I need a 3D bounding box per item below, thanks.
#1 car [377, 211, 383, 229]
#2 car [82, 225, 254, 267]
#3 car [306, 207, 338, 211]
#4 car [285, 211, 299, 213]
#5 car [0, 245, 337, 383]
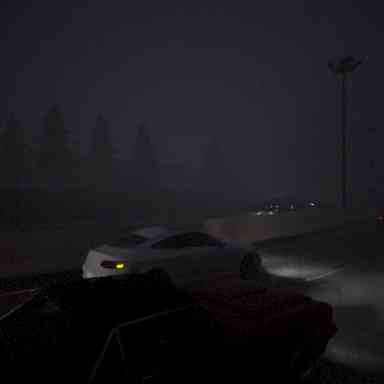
[{"bbox_3d":[13.141,1.583,20.948,2.033,1.411,5.357,0,0,41],"label":"car"},{"bbox_3d":[-0.292,1.546,8.195,4.674,1.442,1.812,0,0,-39],"label":"car"},{"bbox_3d":[12.395,1.607,31.472,2.033,1.411,5.357,0,0,37],"label":"car"},{"bbox_3d":[10.325,1.421,34.663,2.097,1.767,4.553,0,0,35],"label":"car"},{"bbox_3d":[-0.466,1.610,3.597,4.718,1.301,1.895,0,0,-37],"label":"car"}]
